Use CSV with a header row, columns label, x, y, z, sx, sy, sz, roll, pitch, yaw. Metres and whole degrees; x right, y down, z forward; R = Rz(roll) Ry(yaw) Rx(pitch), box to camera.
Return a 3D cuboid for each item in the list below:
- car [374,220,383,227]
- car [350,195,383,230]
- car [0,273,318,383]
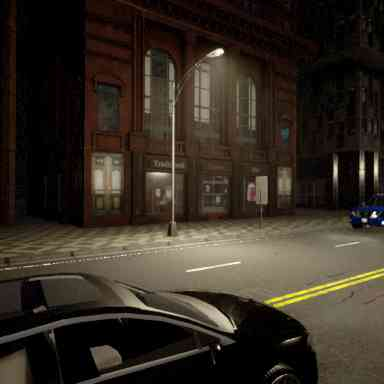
label,x,y,z,sx,sy,sz,roll,pitch,yaw
car,6.931,1.487,8.323,4.902,1.511,2.128,0,0,-35
car,11.798,1.202,19.969,5.566,2.045,2.150,0,0,-35
car,-0.947,1.492,2.765,4.902,1.511,2.128,0,0,-35
